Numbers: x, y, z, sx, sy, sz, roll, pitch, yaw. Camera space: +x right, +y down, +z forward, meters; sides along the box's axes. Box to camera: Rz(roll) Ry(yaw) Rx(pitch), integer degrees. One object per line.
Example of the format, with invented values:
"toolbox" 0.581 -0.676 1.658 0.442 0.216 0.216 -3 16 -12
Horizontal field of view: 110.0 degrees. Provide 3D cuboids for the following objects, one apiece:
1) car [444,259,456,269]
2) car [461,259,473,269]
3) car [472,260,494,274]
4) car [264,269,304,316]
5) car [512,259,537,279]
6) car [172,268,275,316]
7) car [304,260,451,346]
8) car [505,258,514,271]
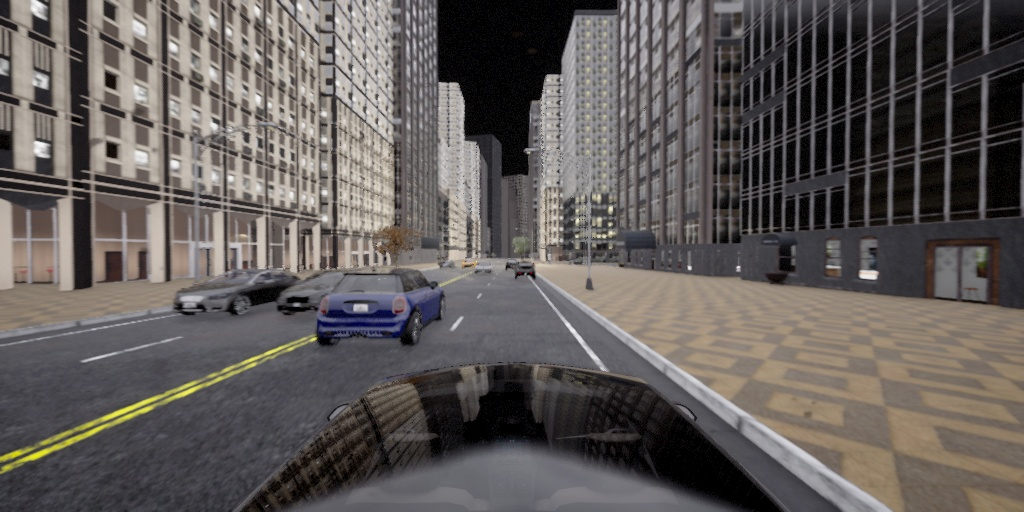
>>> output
"car" -9.807 1.236 54.730 2.128 1.511 4.902 0 0 1
"car" -6.557 1.221 54.716 1.882 1.535 5.008 0 0 0
"car" -3.157 1.347 41.784 1.895 1.301 4.718 0 0 0
"car" -6.597 1.253 13.427 1.837 1.490 4.892 0 0 0
"car" 1.133 1.252 32.202 1.837 1.490 4.892 0 0 0
"car" -9.848 1.239 13.409 2.128 1.511 4.902 0 0 0
"car" -3.151 1.101 9.597 2.097 1.767 4.553 0 0 0
"car" 0.008 1.223 50.509 1.882 1.535 5.008 0 0 0
